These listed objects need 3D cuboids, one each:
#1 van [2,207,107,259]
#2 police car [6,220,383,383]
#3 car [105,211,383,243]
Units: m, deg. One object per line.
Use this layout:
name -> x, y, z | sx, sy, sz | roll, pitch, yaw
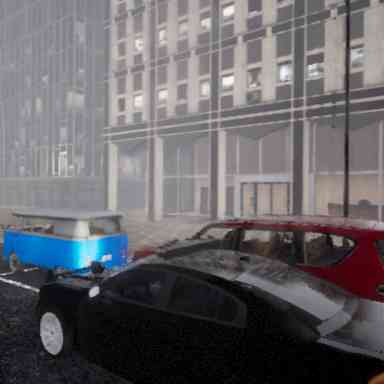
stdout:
van -> -3.561, 1.350, 9.102 | 3.998, 1.788, 1.690 | 0, 0, 36
police car -> -0.147, 1.430, 4.302 | 5.238, 1.638, 1.930 | 0, 0, 37
car -> 1.059, 1.324, 5.792 | 5.009, 1.841, 2.192 | 0, 0, 36
